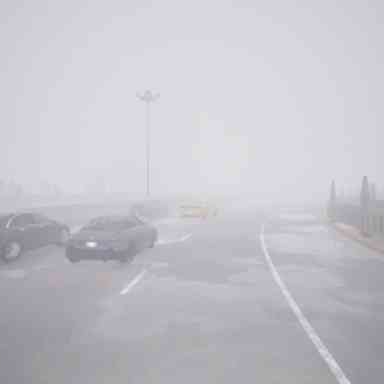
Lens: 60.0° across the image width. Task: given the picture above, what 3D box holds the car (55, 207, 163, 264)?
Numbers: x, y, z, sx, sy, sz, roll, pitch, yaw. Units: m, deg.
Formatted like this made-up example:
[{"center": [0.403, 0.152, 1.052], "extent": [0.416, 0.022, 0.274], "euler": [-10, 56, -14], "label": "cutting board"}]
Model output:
[{"center": [-2.582, 1.457, 11.543], "extent": [1.994, 1.385, 4.181], "euler": [0, 1, 9], "label": "car"}]

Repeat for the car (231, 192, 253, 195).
[{"center": [10.152, 0.756, 64.553], "extent": [2.097, 1.767, 4.553], "euler": [1, 1, 41], "label": "car"}]

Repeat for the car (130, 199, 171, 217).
[{"center": [-3.136, 1.270, 25.494], "extent": [1.837, 1.490, 4.892], "euler": [0, 1, 17], "label": "car"}]

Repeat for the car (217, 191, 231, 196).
[{"center": [7.571, 0.939, 66.966], "extent": [1.994, 1.385, 4.181], "euler": [0, 1, 41], "label": "car"}]

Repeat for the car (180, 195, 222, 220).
[{"center": [0.625, 1.239, 25.773], "extent": [1.882, 1.535, 5.008], "euler": [0, 1, 18], "label": "car"}]

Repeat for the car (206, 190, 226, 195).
[{"center": [5.125, 0.584, 69.470], "extent": [2.150, 2.045, 5.566], "euler": [0, 1, 41], "label": "car"}]

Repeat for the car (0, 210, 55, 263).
[{"center": [-6.114, 1.398, 11.635], "extent": [1.837, 1.490, 4.892], "euler": [0, 1, 9], "label": "car"}]
